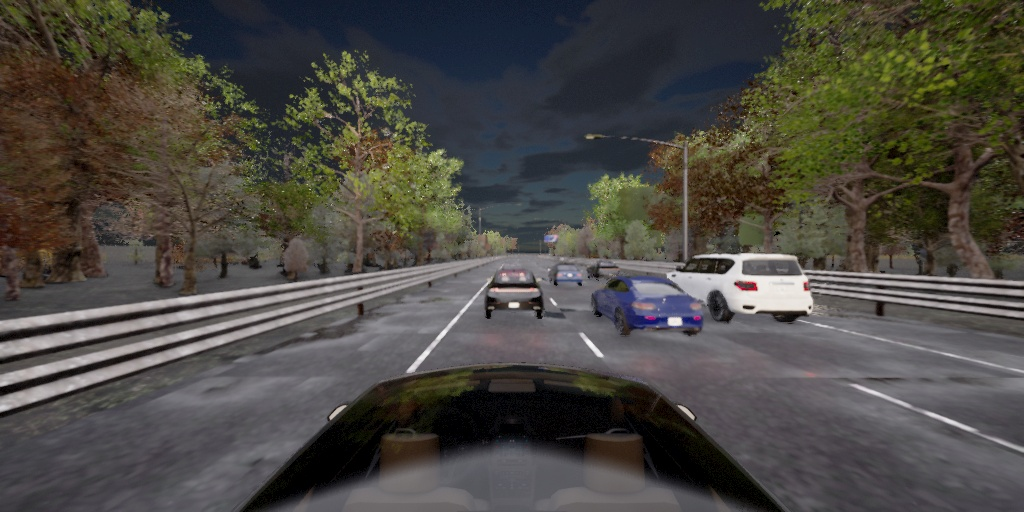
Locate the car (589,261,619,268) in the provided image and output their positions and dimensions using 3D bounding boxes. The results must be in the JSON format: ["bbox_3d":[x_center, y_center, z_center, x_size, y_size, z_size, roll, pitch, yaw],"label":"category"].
[{"bbox_3d":[7.082,1.142,28.170,2.128,1.511,4.902,0,0,0],"label":"car"}]

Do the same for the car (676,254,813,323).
[{"bbox_3d":[7.070,0.936,12.038,2.150,2.045,5.566,0,0,0],"label":"car"}]

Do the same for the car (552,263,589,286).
[{"bbox_3d":[3.555,1.212,24.450,2.033,1.411,5.357,0,0,1],"label":"car"}]

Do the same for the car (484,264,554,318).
[{"bbox_3d":[0.075,1.201,12.770,2.128,1.511,4.902,0,0,0],"label":"car"}]

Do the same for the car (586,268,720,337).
[{"bbox_3d":[3.549,1.245,10.094,1.812,1.442,4.674,0,0,0],"label":"car"}]
